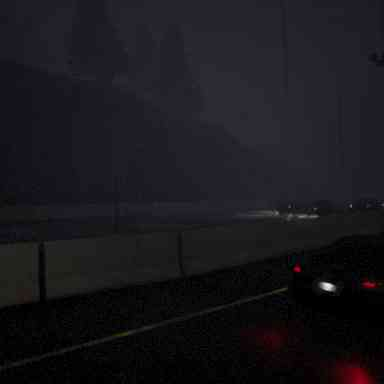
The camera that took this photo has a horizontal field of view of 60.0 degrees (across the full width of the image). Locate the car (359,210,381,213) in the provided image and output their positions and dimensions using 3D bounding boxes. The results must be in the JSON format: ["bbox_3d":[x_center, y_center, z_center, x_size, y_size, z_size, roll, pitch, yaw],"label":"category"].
[{"bbox_3d":[17.796,1.385,34.121,2.097,1.767,4.553,0,0,42],"label":"car"}]

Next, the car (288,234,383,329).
[{"bbox_3d":[3.878,1.571,6.843,4.181,1.385,1.994,0,0,-38],"label":"car"}]
